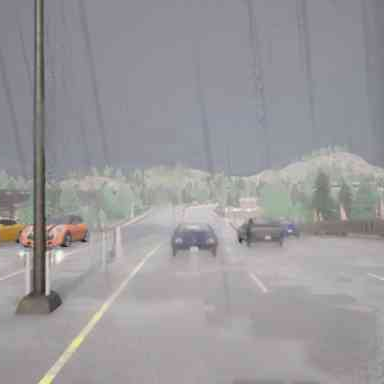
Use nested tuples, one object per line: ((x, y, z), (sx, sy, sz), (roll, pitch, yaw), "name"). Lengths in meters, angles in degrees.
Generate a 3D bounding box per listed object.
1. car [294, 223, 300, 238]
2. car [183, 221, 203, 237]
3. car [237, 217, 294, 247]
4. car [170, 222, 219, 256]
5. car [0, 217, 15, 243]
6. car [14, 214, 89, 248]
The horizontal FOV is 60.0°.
((7.095, 2.908, 26.359), (1.812, 1.442, 4.674), (0, -6, 0), "car")
((0.094, 3.646, 32.643), (1.812, 1.442, 4.674), (0, -7, 0), "car")
((3.597, 2.129, 18.146), (2.128, 1.511, 4.902), (0, -4, 0), "car")
((0.097, 2.025, 14.939), (1.895, 1.301, 4.718), (0, -3, 0), "car")
((-10.599, 2.069, 17.487), (1.882, 1.535, 5.008), (0, -4, 0), "car")
((-7.099, 1.962, 17.756), (2.097, 1.767, 4.553), (0, -4, 0), "car")
